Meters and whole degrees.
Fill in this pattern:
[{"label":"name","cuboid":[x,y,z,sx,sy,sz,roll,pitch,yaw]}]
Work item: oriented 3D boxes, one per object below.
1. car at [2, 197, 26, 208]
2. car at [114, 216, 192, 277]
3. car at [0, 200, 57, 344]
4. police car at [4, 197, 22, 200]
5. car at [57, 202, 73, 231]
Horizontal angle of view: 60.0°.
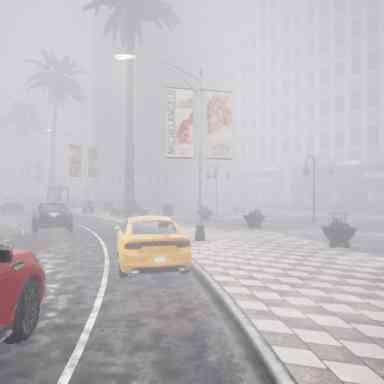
[{"label":"car","cuboid":[-25.899,1.461,48.418,2.231,1.521,4.892,0,0,-39]},{"label":"car","cuboid":[-1.364,1.477,10.428,1.882,1.535,5.008,0,0,-14]},{"label":"car","cuboid":[-3.352,1.219,3.219,2.150,2.045,5.566,0,0,-5]},{"label":"police car","cuboid":[-19.172,1.410,34.954,1.930,1.638,5.238,0,0,-38]},{"label":"car","cuboid":[-8.582,1.346,20.178,2.097,1.767,4.553,0,0,-27]}]
